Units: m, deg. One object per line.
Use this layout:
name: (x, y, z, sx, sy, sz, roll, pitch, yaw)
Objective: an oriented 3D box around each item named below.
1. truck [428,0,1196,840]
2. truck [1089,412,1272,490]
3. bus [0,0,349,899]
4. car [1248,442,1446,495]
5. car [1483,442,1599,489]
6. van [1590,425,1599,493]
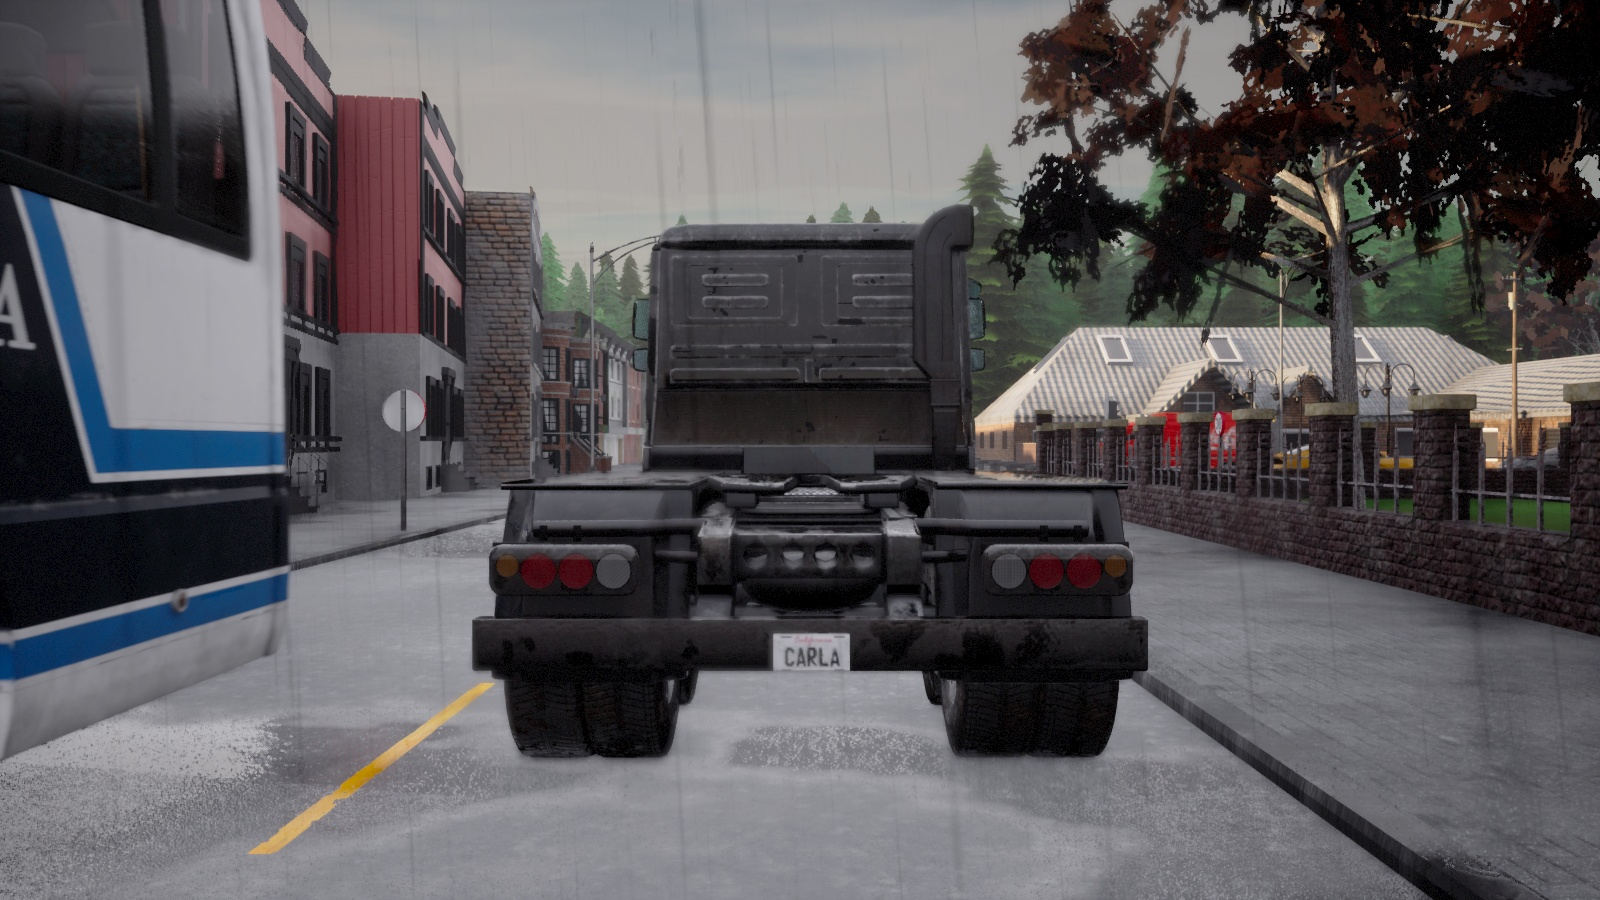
truck: (0.065, -0.284, 8.702, 2.891, 3.462, 7.936, 0, 0, 0)
truck: (12.335, 0.037, 41.065, 5.204, 2.467, 2.627, 0, 0, 1)
bus: (-3.981, -0.635, 0.384, 3.944, 4.253, 10.273, 0, 0, 0)
car: (16.047, 0.528, 36.972, 5.008, 1.535, 1.882, 0, 0, -1)
car: (25.316, 0.492, 40.960, 4.902, 1.511, 2.128, 0, 0, 2)
van: (26.112, 0.282, 36.942, 4.480, 2.038, 2.069, 0, 0, -1)
